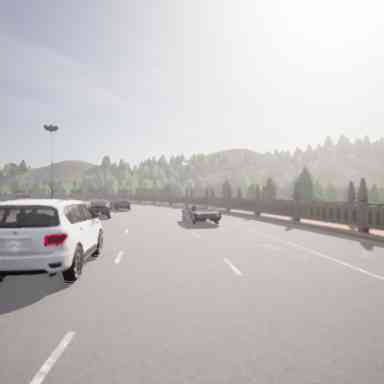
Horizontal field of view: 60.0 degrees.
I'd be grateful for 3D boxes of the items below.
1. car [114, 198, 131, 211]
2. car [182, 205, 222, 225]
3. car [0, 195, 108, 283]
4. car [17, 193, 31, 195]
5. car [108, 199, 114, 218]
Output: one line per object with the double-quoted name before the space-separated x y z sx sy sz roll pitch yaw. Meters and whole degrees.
"car" -8.818 1.441 40.685 2.128 1.511 4.902 0 0 -23
"car" 0.550 1.549 23.857 1.895 1.301 4.718 0 0 -13
"car" -4.091 1.217 9.809 2.150 2.045 5.566 0 0 -6
"car" -22.160 1.217 43.854 2.150 2.045 5.566 0 0 -28
"car" -8.256 1.476 29.342 1.837 1.490 4.892 0 0 -17
